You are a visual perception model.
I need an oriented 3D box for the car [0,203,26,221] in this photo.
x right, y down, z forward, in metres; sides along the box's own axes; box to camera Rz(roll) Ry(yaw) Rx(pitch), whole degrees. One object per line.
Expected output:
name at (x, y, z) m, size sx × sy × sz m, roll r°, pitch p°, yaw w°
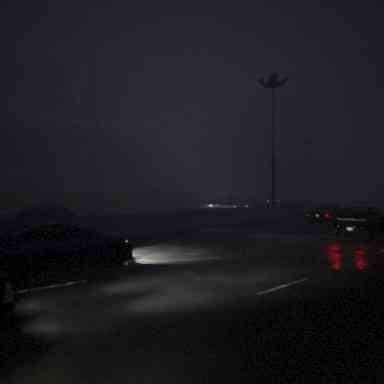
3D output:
car at (-16.274, 1.652, 26.975) m, size 4.718 × 1.301 × 1.895 m, roll 0°, pitch 0°, yaw -40°

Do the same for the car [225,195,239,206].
car at (7.029, 1.408, 57.851) m, size 2.097 × 1.767 × 4.553 m, roll 0°, pitch 0°, yaw 14°

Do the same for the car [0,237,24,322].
car at (-5.127, 1.613, 4.581) m, size 4.718 × 1.301 × 1.895 m, roll 0°, pitch 0°, yaw -35°

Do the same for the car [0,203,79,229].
car at (-10.523, 1.544, 22.775) m, size 4.892 × 1.490 × 1.837 m, roll 0°, pitch 0°, yaw -41°

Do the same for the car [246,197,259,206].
car at (10.436, 1.555, 56.999) m, size 1.837 × 1.490 × 4.892 m, roll 0°, pitch 0°, yaw 14°

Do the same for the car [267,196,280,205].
car at (13.398, 1.397, 54.600) m, size 2.097 × 1.767 × 4.553 m, roll 0°, pitch 0°, yaw 15°

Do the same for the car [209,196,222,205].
car at (4.439, 1.555, 62.284) m, size 2.128 × 1.511 × 4.902 m, roll 0°, pitch 0°, yaw 11°

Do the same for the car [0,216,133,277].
car at (-3.917, 1.581, 9.937) m, size 4.181 × 1.385 × 1.994 m, roll 0°, pitch 0°, yaw -38°

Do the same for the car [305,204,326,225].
car at (9.599, 1.561, 23.361) m, size 2.033 × 1.411 × 5.357 m, roll 0°, pitch 0°, yaw 38°

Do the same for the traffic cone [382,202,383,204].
traffic cone at (35.147, 1.979, 61.225) m, size 0.340 × 0.580 × 0.340 m, roll 0°, pitch 0°, yaw 12°

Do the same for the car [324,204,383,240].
car at (8.968, 1.500, 17.300) m, size 2.128 × 1.511 × 4.902 m, roll 0°, pitch 0°, yaw 42°

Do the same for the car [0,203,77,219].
car at (-9.238, 1.511, 19.305) m, size 5.008 × 1.535 × 1.882 m, roll 0°, pitch 0°, yaw -40°
